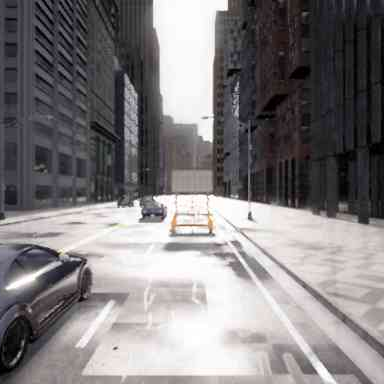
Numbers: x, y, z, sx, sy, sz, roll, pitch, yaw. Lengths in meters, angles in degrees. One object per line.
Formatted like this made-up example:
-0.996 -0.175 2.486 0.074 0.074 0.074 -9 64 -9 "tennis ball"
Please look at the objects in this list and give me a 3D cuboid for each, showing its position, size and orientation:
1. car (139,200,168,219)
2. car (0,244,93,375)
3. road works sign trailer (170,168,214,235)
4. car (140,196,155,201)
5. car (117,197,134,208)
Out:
-3.139 1.589 28.657 1.895 1.301 4.718 0 0 0 "car"
-3.148 1.556 5.580 1.994 1.385 4.181 0 0 0 "car"
0.007 0.447 18.678 2.380 3.560 2.880 0 0 0 "road works sign trailer"
-6.556 1.371 49.158 2.097 1.767 4.553 0 0 0 "car"
-9.805 1.527 49.260 1.837 1.490 4.892 0 -1 0 "car"
